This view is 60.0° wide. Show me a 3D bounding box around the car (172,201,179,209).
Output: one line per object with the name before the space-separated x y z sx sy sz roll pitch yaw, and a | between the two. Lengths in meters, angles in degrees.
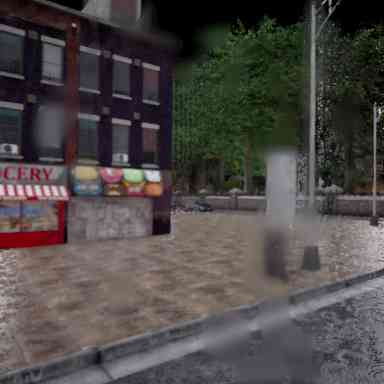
car | -3.850 1.874 50.338 1.752 1.417 4.829 0 -1 -36

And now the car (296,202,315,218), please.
car | 9.492 1.669 31.650 2.008 1.369 4.403 0 -1 -36

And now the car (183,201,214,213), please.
car | 0.711 1.754 39.421 1.994 1.385 4.181 1 -1 -36
